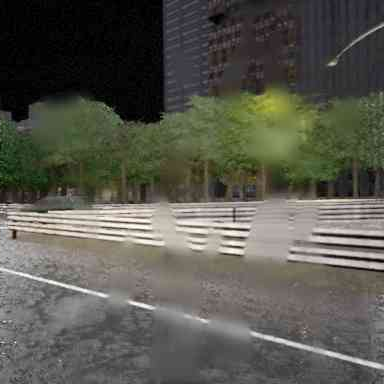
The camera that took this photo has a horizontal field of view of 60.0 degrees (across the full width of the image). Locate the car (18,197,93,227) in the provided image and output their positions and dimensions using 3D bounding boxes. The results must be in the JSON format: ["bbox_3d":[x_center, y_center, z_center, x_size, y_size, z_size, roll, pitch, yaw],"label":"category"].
[{"bbox_3d":[-9.801,1.367,23.907,5.566,2.045,2.150,-1,0,16],"label":"car"}]
